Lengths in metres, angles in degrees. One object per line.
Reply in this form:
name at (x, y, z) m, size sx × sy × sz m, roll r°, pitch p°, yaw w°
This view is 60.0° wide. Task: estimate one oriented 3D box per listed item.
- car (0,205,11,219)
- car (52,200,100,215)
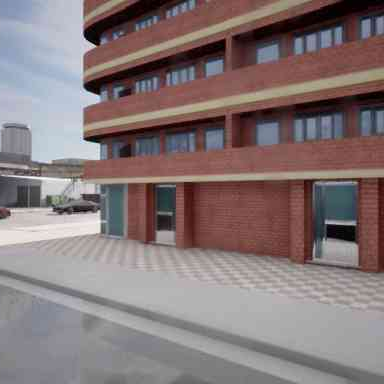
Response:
car at (-17.040, 1.564, 26.903) m, size 1.994 × 1.385 × 4.181 m, roll 0°, pitch 0°, yaw 34°
car at (-11.730, 1.547, 34.630) m, size 2.033 × 1.411 × 5.357 m, roll 0°, pitch 0°, yaw 34°
